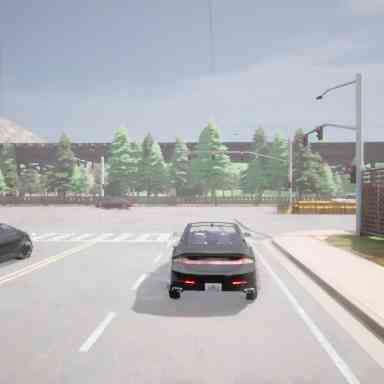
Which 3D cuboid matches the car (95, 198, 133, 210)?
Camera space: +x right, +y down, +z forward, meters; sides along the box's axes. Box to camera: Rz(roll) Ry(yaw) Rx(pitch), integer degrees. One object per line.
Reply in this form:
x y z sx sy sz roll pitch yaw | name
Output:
-9.851 1.525 42.194 4.674 1.442 1.812 0 0 2 | car

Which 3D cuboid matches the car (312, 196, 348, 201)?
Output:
14.544 1.491 37.976 4.902 1.511 2.128 0 0 1 | car

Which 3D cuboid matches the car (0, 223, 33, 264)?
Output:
-6.524 1.564 9.674 1.994 1.385 4.181 0 0 4 | car

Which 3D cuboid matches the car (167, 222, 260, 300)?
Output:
0.510 1.492 8.397 2.128 1.511 4.902 0 0 3 | car

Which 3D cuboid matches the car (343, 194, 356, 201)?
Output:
19.825 1.222 41.359 5.566 2.045 2.150 0 0 2 | car
